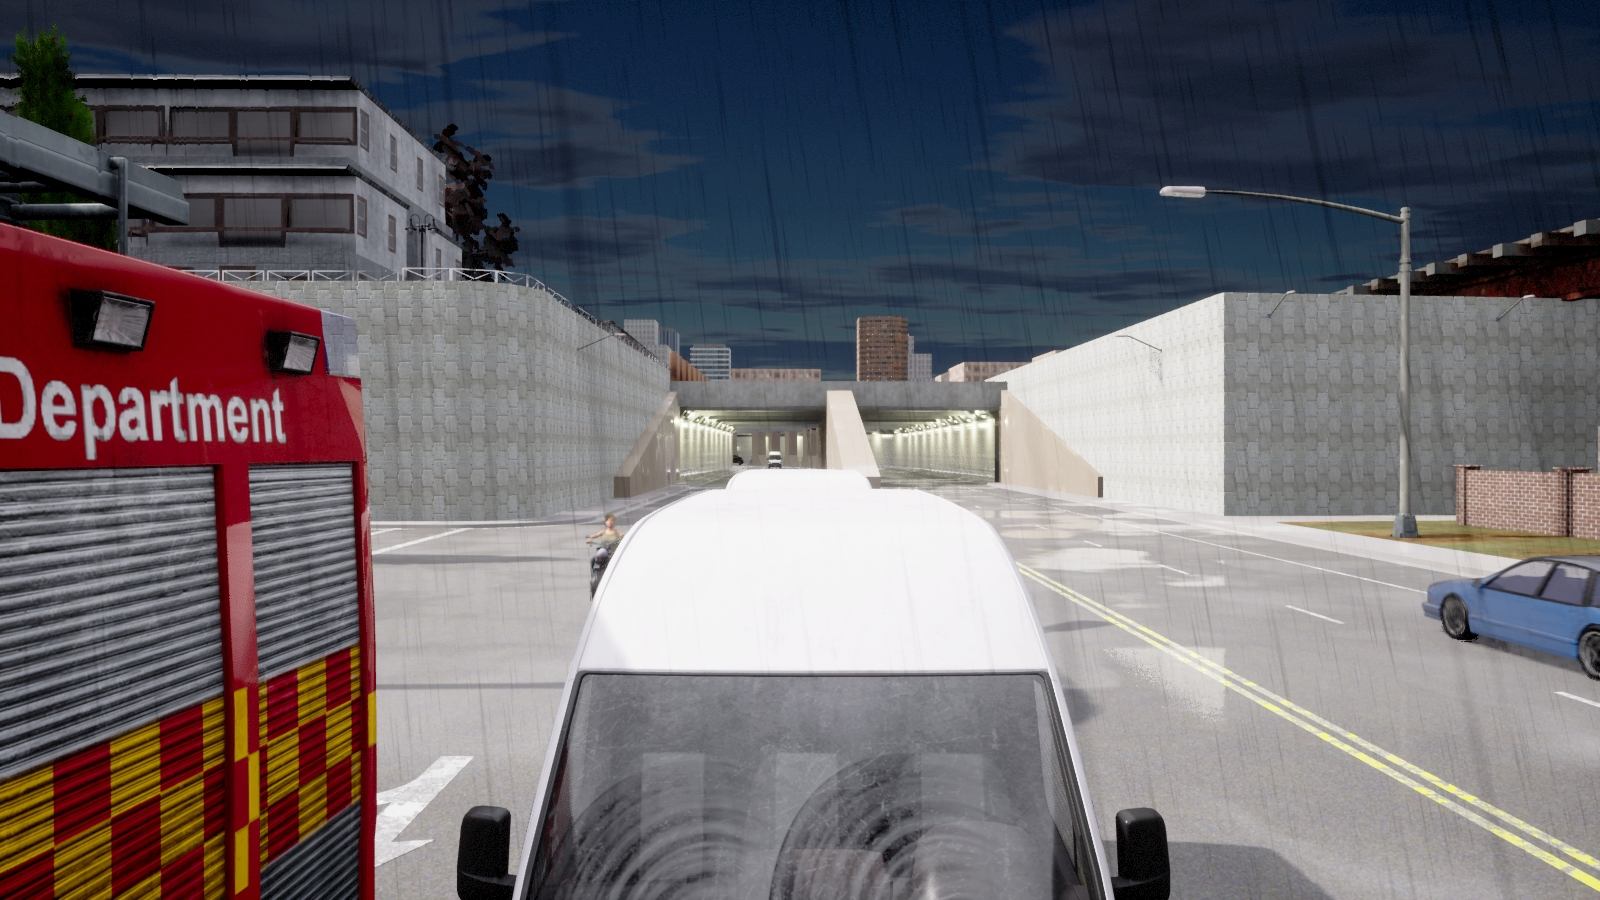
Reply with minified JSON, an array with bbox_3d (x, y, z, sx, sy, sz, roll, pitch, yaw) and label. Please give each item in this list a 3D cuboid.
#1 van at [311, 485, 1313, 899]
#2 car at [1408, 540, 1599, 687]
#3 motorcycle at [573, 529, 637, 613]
[{"bbox_3d":[0.047,1.534,5.226,1.988,2.561,5.915,0,0,1],"label":"van"},{"bbox_3d":[10.490,2.106,15.117,2.033,1.411,5.357,0,0,0],"label":"car"},{"bbox_3d":[-3.522,2.170,20.828,0.764,1.277,2.356,0,0,0],"label":"motorcycle"}]
